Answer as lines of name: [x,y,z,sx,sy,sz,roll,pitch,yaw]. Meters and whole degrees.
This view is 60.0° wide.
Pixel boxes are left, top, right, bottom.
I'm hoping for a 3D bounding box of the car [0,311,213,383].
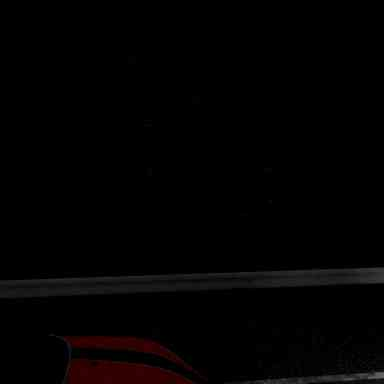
car: [-1.864,1.352,1.651,4.553,1.767,2.097,0,0,-6]
